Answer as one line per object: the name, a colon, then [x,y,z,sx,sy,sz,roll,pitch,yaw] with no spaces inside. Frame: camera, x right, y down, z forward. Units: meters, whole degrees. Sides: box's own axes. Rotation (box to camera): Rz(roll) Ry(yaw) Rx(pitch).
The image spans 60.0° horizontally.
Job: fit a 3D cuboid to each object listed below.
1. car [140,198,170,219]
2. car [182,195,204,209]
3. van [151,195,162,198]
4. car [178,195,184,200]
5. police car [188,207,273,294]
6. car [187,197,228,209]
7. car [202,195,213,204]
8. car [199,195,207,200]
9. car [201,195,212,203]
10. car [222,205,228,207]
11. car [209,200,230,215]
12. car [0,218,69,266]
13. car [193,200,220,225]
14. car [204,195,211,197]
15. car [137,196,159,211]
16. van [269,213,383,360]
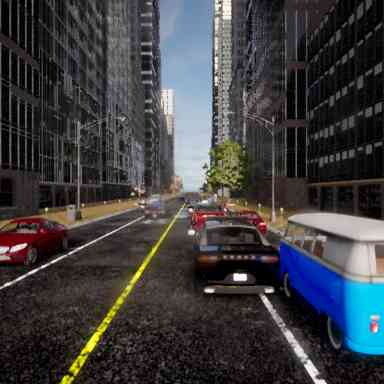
car: [-3.001,1.546,29.657,2.033,1.411,5.357,0,0,0]
car: [0.160,1.485,45.729,2.128,1.511,4.902,0,0,0]
van: [-5.520,1.328,51.377,1.690,1.788,3.998,0,0,0]
car: [-2.710,1.527,87.659,1.895,1.301,4.718,0,0,0]
police car: [0.929,1.425,8.941,1.930,1.638,5.238,0,0,0]
car: [0.912,1.351,18.794,2.097,1.767,4.553,0,0,0]
car: [2.899,1.410,62.730,1.967,1.590,4.097,0,0,0]
car: [2.994,1.462,91.193,1.887,1.381,4.507,0,0,0]
car: [2.918,1.401,68.422,1.967,1.590,4.097,0,0,0]
car: [2.747,1.581,17.190,1.802,1.307,4.206,0,0,0]
car: [2.804,1.581,34.268,1.802,1.307,4.206,0,0,0]
car: [-5.653,1.582,11.529,1.802,1.307,4.206,0,0,0]
car: [0.983,1.455,25.021,1.801,1.575,5.366,0,0,0]
car: [2.842,1.544,45.653,2.008,1.369,4.403,0,0,0]
car: [-5.558,1.548,39.992,2.008,1.369,4.403,0,0,0]
van: [2.709,1.341,5.807,1.690,1.788,3.998,0,0,0]
